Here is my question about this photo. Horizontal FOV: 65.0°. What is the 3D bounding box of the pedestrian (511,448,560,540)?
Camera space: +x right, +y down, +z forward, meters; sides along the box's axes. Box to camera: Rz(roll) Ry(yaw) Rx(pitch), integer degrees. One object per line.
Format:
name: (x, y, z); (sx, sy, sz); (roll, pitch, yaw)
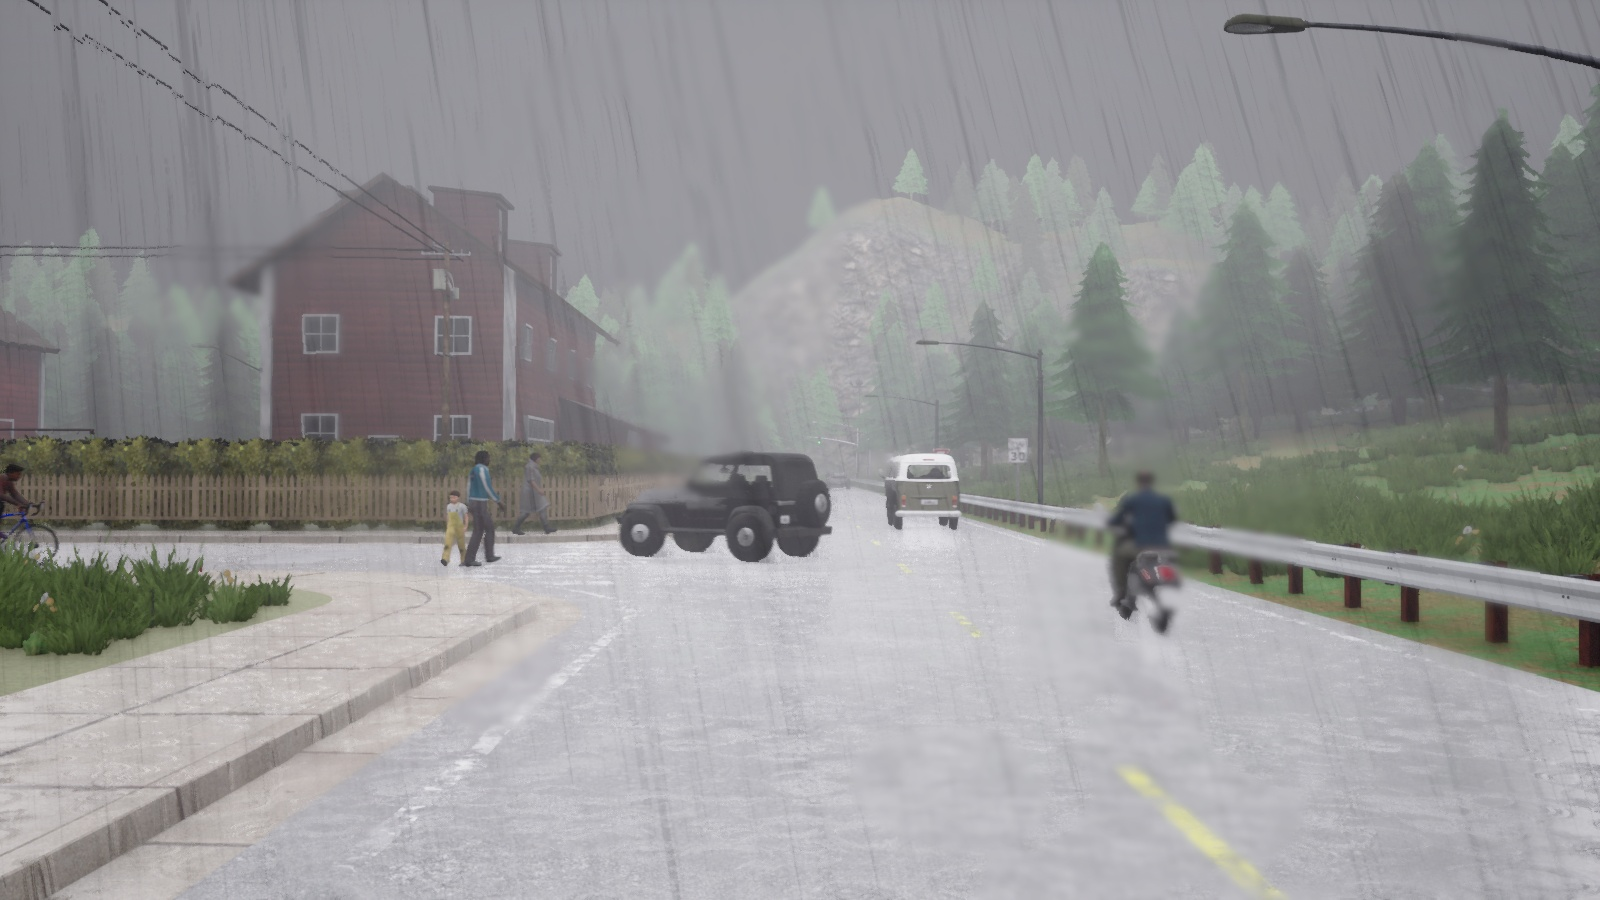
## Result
pedestrian: (-5.714, 0.947, 27.145); (0.873, 1.952, 0.659); (0, -1, 9)

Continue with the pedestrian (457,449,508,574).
pedestrian: (-4.989, 0.951, 19.740); (0.692, 1.930, 0.396); (0, -1, -34)

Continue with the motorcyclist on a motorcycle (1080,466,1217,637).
motorcyclist on a motorcycle: (3.468, 0.967, 12.678); (0.866, 1.590, 1.817); (0, -1, 0)

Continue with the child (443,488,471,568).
child: (-5.482, 1.238, 20.083); (0.270, 1.263, 0.437); (0, -1, 10)

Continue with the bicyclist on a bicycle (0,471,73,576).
bicyclist on a bicycle: (-12.505, 1.149, 19.832); (1.656, 1.620, 0.582); (-1, 0, -7)

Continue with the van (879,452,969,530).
van: (3.414, 1.116, 35.305); (2.069, 2.038, 4.480); (0, -1, 0)

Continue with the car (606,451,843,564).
car: (-1.375, 0.996, 22.668); (3.866, 1.878, 1.905); (-1, -1, 30)
